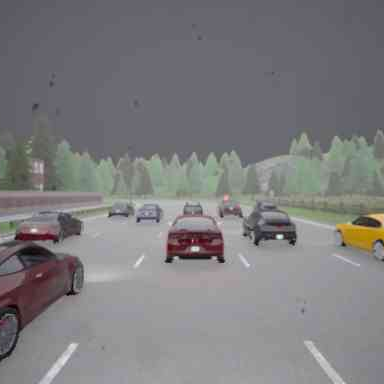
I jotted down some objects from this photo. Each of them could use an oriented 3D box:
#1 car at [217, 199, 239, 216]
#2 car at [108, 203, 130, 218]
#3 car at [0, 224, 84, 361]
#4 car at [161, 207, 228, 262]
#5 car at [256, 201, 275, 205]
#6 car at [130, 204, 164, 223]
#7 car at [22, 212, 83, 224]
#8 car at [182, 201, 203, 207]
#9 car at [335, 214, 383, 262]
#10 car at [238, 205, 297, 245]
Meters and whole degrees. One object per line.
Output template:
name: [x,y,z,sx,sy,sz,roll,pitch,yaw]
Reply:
car: [3.599,1.534,32.520,2.097,1.767,4.553,0,0,0]
car: [-6.901,1.750,32.961,1.994,1.385,4.181,0,0,0]
car: [-3.413,1.559,5.813,1.812,1.442,4.674,0,0,0]
car: [0.100,1.548,12.372,1.882,1.535,5.008,0,0,0]
car: [7.099,1.687,32.548,1.837,1.490,4.892,0,0,0]
car: [-3.401,1.702,27.453,2.033,1.411,5.357,0,0,0]
car: [-6.901,1.658,16.550,1.994,1.385,4.181,0,0,0]
car: [0.100,1.677,32.840,2.128,1.511,4.902,0,0,0]
car: [7.099,1.547,12.375,1.882,1.535,5.008,0,0,0]
car: [3.600,1.596,16.073,1.837,1.490,4.892,0,0,0]
